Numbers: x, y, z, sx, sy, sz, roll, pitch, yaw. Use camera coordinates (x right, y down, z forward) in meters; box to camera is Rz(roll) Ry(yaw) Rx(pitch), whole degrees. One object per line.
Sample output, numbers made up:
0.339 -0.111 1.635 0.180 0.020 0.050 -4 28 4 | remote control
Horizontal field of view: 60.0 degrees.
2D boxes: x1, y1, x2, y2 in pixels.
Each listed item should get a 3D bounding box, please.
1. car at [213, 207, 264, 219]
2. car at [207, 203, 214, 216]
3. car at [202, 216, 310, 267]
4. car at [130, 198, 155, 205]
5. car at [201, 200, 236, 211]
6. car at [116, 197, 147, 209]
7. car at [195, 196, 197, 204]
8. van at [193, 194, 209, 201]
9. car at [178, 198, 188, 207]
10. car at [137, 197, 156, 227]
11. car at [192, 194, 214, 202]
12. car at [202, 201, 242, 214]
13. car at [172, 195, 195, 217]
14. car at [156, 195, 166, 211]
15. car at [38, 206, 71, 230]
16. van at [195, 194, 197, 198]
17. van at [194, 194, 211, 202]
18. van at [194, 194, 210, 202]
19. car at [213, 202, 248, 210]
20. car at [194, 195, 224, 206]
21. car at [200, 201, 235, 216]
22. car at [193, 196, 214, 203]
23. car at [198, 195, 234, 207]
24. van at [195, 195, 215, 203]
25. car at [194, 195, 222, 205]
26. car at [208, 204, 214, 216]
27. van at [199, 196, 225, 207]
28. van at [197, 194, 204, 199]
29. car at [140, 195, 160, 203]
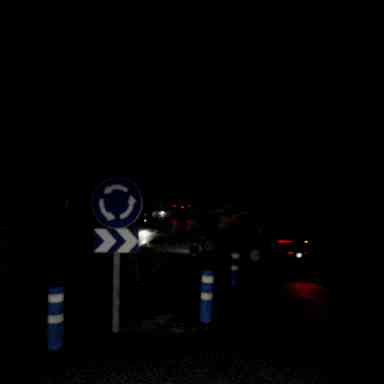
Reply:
4.222 2.048 22.581 5.008 1.535 2.097 0 0 -1 | car
4.036 2.026 30.766 4.674 1.452 2.002 0 0 -1 | car
2.260 1.900 13.029 1.837 1.490 4.892 6 -5 -31 | car
-9.898 1.876 66.546 4.792 1.488 2.163 0 0 -1 | car
3.682 1.897 47.506 4.792 1.488 2.163 0 0 -1 | car
-9.518 1.708 52.673 4.553 1.767 2.185 0 0 -1 | car
3.470 1.855 55.680 5.008 1.535 2.097 0 0 -1 | car
2.452 1.672 94.583 4.442 1.987 1.878 0 -1 -1 | van
-1.637 1.881 62.241 1.837 1.490 4.892 0 0 -1 | car
-4.537 1.735 27.892 2.150 2.045 5.566 0 0 -1 | car
2.732 1.638 86.268 5.566 2.045 2.435 0 0 -1 | car
3.755 1.931 41.841 4.792 1.488 2.163 0 0 -1 | car
-1.072 1.666 37.669 2.150 2.045 5.566 0 0 -1 | car
-4.982 1.589 48.291 2.150 2.045 5.566 0 0 -1 | car
-8.939 2.036 24.926 4.792 1.488 2.163 0 0 -1 | car
3.221 1.636 61.216 4.442 1.987 1.878 0 0 -1 | van
2.813 1.667 89.041 4.442 1.987 1.878 0 0 -1 | van
2.752 1.670 91.686 4.442 1.987 1.878 0 0 -1 | van
4.195 1.901 25.351 4.553 1.767 2.185 0 0 -1 | car
3.246 1.613 63.987 5.566 2.045 2.435 0 0 -1 | car
3.790 1.961 33.531 5.366 1.575 1.946 0 0 -1 | car
2.821 1.886 83.375 5.008 1.535 2.097 0 0 -1 | car
3.877 1.671 39.072 5.566 2.045 2.435 0 0 -1 | car
3.068 1.654 77.964 4.442 1.987 1.878 0 0 -1 | van
3.182 1.616 66.756 5.566 2.045 2.435 0 0 -1 | car
4.073 2.036 27.996 4.792 1.488 2.163 0 0 -1 | car
3.518 1.633 58.452 4.442 1.987 1.878 0 0 -1 | van
3.421 1.629 52.892 4.442 1.987 1.878 0 0 -2 | van
-10.220 1.736 80.423 4.553 1.767 2.185 0 0 -1 | car
